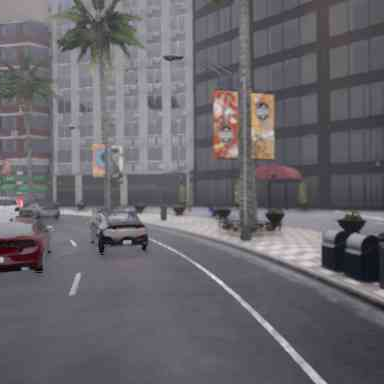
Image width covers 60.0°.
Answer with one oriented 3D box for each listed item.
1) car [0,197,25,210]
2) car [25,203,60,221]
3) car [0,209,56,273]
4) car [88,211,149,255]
[{"bbox_3d":[-14.928,1.414,25.203,2.150,2.045,5.566,0,0,-45],"label":"car"},{"bbox_3d":[-12.810,1.669,27.925,4.902,1.511,2.128,-1,0,45],"label":"car"},{"bbox_3d":[-5.633,1.552,10.678,1.882,1.535,5.008,0,0,-19],"label":"car"},{"bbox_3d":[-3.156,1.551,13.864,2.128,1.511,4.902,0,0,-22],"label":"car"}]
